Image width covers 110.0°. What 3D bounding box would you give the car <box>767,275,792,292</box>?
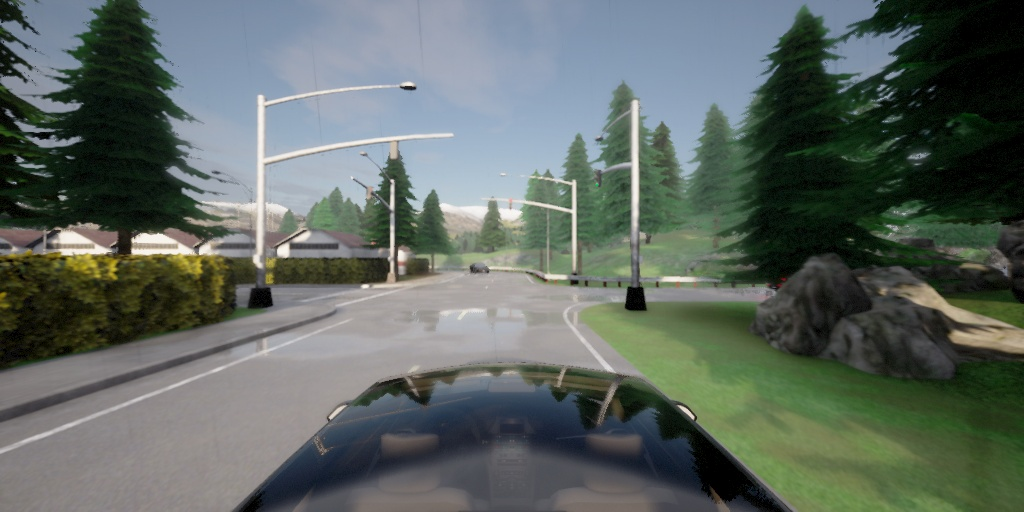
[{"bbox_3d":[16.395,1.457,19.114,4.902,1.511,2.128,1,0,0],"label":"car"}]

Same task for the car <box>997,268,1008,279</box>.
[{"bbox_3d":[31.827,1.465,22.843,4.674,1.442,1.812,0,0,-2],"label":"car"}]

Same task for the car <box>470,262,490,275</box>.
[{"bbox_3d":[-4.271,1.613,47.284,1.882,1.535,5.008,1,-1,-17],"label":"car"}]
